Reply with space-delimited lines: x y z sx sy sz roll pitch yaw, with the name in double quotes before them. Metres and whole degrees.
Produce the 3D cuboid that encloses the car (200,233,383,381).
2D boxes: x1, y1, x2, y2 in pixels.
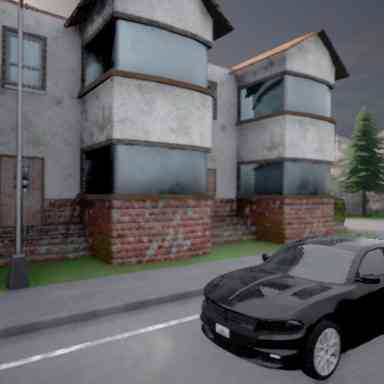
"car" 2.437 1.525 5.705 5.008 1.535 1.882 1 0 -35
